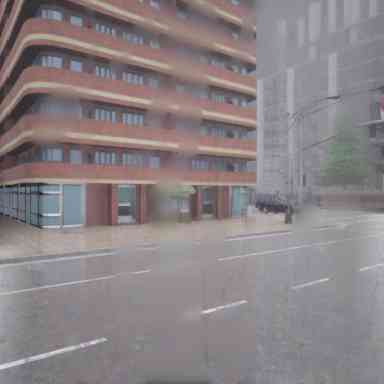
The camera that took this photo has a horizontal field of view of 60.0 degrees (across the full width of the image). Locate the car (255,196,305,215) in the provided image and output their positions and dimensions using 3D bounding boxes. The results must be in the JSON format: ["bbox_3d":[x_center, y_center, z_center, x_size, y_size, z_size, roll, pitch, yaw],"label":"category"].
[{"bbox_3d":[8.880,1.491,32.967,2.128,1.511,4.902,0,0,-36],"label":"car"}]

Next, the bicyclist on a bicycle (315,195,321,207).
[{"bbox_3d":[17.810,1.301,46.968,1.656,1.620,0.582,0,0,-36],"label":"bicyclist on a bicycle"}]

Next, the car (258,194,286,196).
[{"bbox_3d":[9.703,1.222,37.764,2.150,2.045,5.566,0,0,-36],"label":"car"}]
